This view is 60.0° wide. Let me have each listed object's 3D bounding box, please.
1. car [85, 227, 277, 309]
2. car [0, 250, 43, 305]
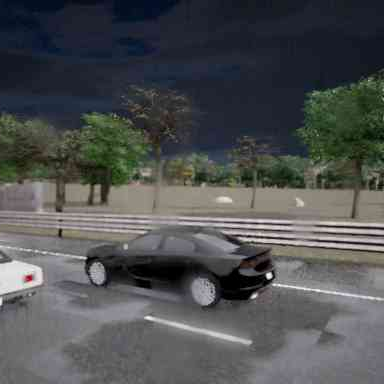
[{"bbox_3d":[-0.492,1.599,8.177,5.008,1.535,1.882,-1,-1,32],"label":"car"},{"bbox_3d":[-5.423,1.734,7.153,4.718,1.301,1.895,-1,-1,32],"label":"car"}]
